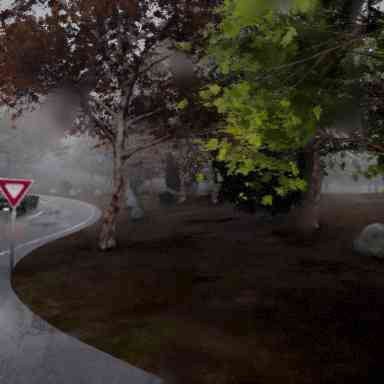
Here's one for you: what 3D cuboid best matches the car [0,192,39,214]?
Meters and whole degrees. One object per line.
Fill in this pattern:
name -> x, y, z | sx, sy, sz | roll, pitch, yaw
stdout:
car -> -11.403, 0.584, 21.727 | 1.895, 1.301, 4.718 | 3, 3, -14
